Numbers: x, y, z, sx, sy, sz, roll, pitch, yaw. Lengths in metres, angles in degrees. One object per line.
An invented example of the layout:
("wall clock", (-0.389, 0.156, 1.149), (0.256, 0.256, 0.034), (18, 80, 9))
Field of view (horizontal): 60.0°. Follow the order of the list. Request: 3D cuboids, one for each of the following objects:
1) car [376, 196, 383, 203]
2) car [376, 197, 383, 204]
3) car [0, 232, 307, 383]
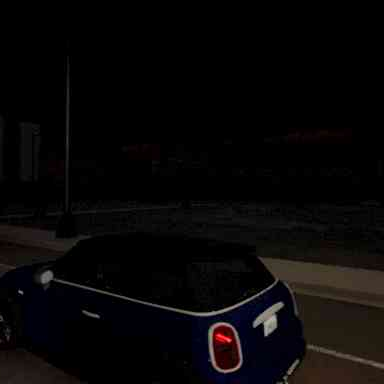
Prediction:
("car", (39.658, 1.580, 68.155), (1.853, 1.218, 4.536), (1, 1, 6))
("car", (39.651, 1.738, 68.105), (2.038, 1.542, 4.974), (1, 1, 6))
("car", (-0.908, 1.356, 4.638), (4.553, 1.767, 2.097), (0, 0, 37))
